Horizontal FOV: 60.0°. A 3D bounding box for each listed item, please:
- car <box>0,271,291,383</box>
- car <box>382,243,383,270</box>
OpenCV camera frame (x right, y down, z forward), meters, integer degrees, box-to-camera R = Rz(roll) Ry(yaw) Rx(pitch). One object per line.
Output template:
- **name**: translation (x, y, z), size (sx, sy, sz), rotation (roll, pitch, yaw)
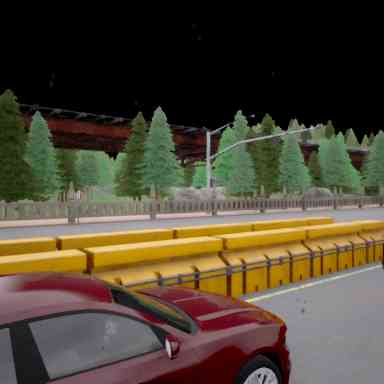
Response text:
- **car**: translation (-1.239, 1.478, 2.861), size (5.008, 1.535, 1.882), rotation (0, 0, -35)
- **car**: translation (6.953, 1.478, 8.731), size (5.008, 1.535, 1.882), rotation (0, 0, -35)
